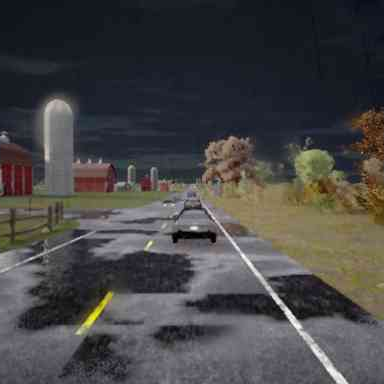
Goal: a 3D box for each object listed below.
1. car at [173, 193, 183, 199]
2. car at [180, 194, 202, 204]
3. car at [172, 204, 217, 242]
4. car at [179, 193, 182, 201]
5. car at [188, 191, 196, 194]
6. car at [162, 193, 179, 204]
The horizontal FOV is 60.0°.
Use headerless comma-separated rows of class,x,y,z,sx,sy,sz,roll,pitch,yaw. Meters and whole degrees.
car,-3.511,0.931,83.441,2.128,1.511,4.902,0,0,0
car,0.102,1.259,36.378,2.128,1.511,4.902,0,0,0
car,0.096,1.464,15.841,1.994,1.385,4.181,0,0,0
car,-3.512,1.068,68.116,1.837,1.490,4.892,0,0,0
car,-0.011,0.708,79.953,2.150,2.045,5.566,0,0,0
car,-3.580,1.229,52.814,1.994,1.385,4.181,0,0,0
